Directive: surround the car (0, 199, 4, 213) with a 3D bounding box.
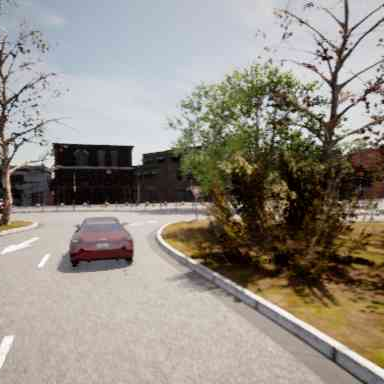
[{"bbox_3d":[-23.233,1.627,39.651,2.185,1.767,4.553,-2,0,-18],"label":"car"}]

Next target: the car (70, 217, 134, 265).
[{"bbox_3d":[-3.213,1.569,11.874,1.994,1.385,4.181,-1,0,-16],"label":"car"}]
